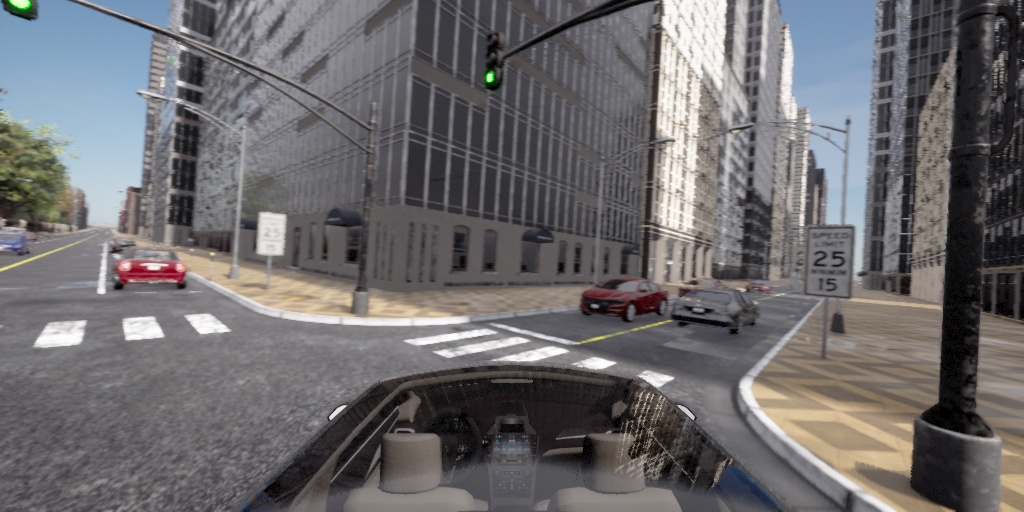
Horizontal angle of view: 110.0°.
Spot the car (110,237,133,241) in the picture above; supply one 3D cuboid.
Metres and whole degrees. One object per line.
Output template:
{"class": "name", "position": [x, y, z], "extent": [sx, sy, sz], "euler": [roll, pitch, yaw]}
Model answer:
{"class": "car", "position": [-35.525, -0.750, 32.907], "extent": [4.313, 1.339, 1.948], "euler": [0, 0, 42]}

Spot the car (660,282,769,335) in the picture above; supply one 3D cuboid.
{"class": "car", "position": [7.421, 1.827, 12.843], "extent": [2.033, 1.411, 5.357], "euler": [3, -1, 43]}

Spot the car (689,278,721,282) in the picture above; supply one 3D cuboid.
{"class": "car", "position": [11.990, 2.124, 22.354], "extent": [1.882, 1.535, 5.008], "euler": [3, -1, 42]}

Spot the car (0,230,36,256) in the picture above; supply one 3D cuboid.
{"class": "car", "position": [-35.143, -0.835, 24.917], "extent": [4.674, 1.442, 1.812], "euler": [3, -1, 42]}

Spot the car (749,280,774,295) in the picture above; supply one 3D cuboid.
{"class": "car", "position": [25.775, 3.190, 37.243], "extent": [1.994, 1.385, 4.181], "euler": [3, -1, 43]}

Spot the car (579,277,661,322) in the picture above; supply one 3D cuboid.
{"class": "car", "position": [4.589, 1.598, 14.307], "extent": [1.882, 1.535, 5.008], "euler": [3, -1, 43]}

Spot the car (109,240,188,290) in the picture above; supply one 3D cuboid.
{"class": "car", "position": [-14.287, 0.361, 14.084], "extent": [4.097, 1.591, 1.967], "euler": [0, 0, 42]}
